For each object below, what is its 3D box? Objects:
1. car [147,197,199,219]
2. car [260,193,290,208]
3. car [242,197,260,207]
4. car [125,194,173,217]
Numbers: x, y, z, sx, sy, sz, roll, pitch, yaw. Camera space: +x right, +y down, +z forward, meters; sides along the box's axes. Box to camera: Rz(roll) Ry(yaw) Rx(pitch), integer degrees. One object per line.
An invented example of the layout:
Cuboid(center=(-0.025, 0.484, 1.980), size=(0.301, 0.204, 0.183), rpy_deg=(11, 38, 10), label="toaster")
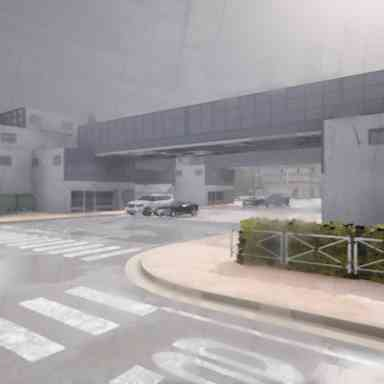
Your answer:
Cuboid(center=(-1.290, 1.489, 29.561), size=(2.128, 1.511, 4.902), rpy_deg=(0, 0, 36), label="car")
Cuboid(center=(12.553, 1.220, 48.769), size=(2.150, 2.045, 5.566), rpy_deg=(0, 0, 36), label="car")
Cuboid(center=(9.351, 1.489, 50.322), size=(2.128, 1.511, 4.902), rpy_deg=(0, 0, 36), label="car")
Cuboid(center=(-3.853, 1.218, 31.994), size=(2.150, 2.045, 5.566), rpy_deg=(0, 0, 36), label="car")
